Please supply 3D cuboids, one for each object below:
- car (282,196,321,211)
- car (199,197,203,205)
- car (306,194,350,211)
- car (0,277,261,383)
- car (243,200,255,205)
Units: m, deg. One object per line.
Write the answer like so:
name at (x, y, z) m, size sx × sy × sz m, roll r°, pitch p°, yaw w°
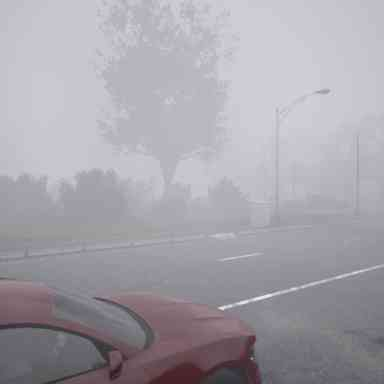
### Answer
car at (12.835, 1.561, 40.000) m, size 1.994 × 1.385 × 4.181 m, roll 0°, pitch 0°, yaw -32°
car at (2.935, 1.434, 55.495) m, size 1.882 × 1.535 × 5.008 m, roll 0°, pitch 0°, yaw -33°
car at (16.408, 1.216, 40.902) m, size 2.150 × 2.045 × 5.566 m, roll 0°, pitch 0°, yaw -32°
car at (-1.610, 1.478, 2.600) m, size 5.008 × 1.535 × 1.882 m, roll 0°, pitch 0°, yaw -35°
car at (8.414, 1.500, 53.487) m, size 1.812 × 1.442 × 4.674 m, roll 0°, pitch 0°, yaw -33°
